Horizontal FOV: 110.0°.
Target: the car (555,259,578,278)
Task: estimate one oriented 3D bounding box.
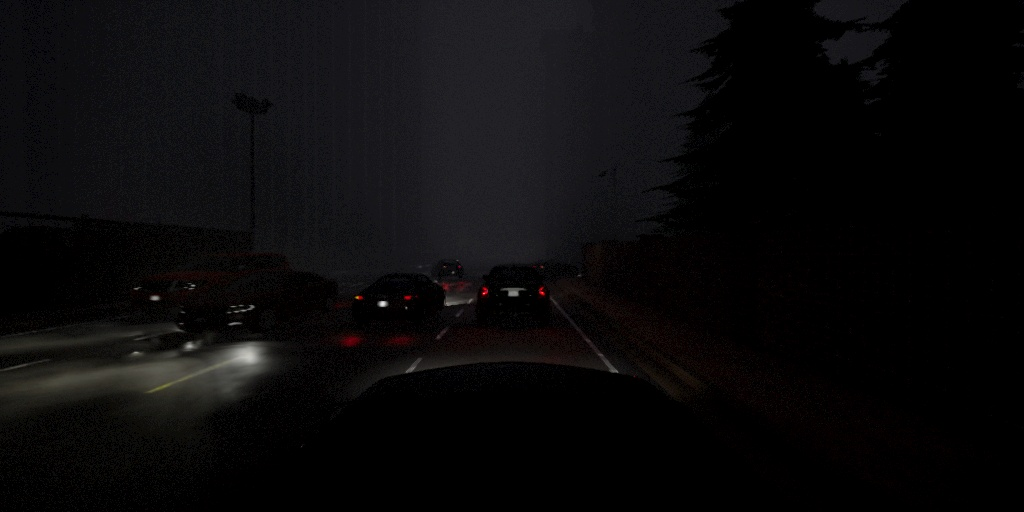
[{"bbox_3d":[3.272,0.982,27.822,2.128,1.511,4.902,-1,0,43],"label":"car"}]

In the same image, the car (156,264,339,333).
[{"bbox_3d":[-7.078,1.158,10.650,1.882,1.535,5.008,0,0,0],"label":"car"}]

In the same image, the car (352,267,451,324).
[{"bbox_3d":[-3.447,1.236,11.620,1.994,1.385,4.181,0,0,0],"label":"car"}]

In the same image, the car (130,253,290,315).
[{"bbox_3d":[-10.564,0.882,13.396,2.150,2.045,5.566,0,0,1],"label":"car"}]

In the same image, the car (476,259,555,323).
[{"bbox_3d":[0.054,1.023,11.883,2.097,1.767,4.553,0,0,0],"label":"car"}]

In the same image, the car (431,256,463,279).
[{"bbox_3d":[-5.241,0.994,28.585,2.128,1.511,4.902,0,1,-22],"label":"car"}]
